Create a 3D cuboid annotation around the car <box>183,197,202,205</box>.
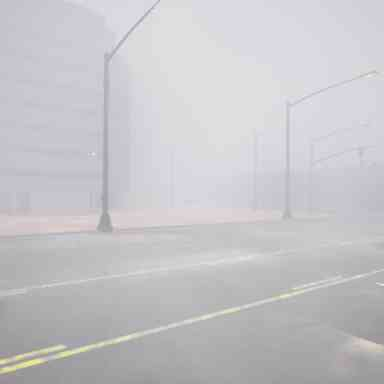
[{"bbox_3d":[0.001,1.850,68.345,1.882,1.535,5.008,1,0,-36],"label":"car"}]
